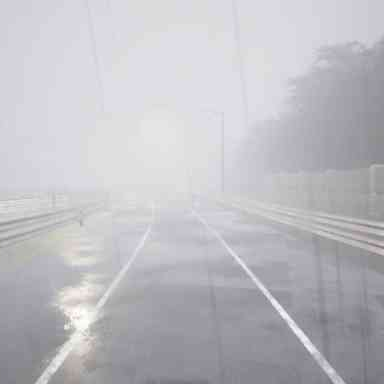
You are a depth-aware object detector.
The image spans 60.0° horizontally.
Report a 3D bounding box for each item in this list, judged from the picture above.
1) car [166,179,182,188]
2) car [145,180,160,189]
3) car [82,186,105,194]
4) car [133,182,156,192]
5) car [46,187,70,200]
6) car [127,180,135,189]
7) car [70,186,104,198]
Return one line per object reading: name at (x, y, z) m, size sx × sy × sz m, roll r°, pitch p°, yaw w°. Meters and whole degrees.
car at (-4.923, -1.689, 82.089) m, size 2.128 × 1.511 × 4.902 m, roll 0°, pitch 3°, yaw 15°
car at (-9.597, -1.438, 78.153) m, size 2.033 × 1.411 × 5.357 m, roll 0°, pitch 3°, yaw 15°
car at (-17.871, -0.416, 60.741) m, size 1.895 × 1.301 × 4.718 m, roll 0°, pitch 3°, yaw 15°
car at (-9.304, -0.730, 65.687) m, size 1.895 × 1.301 × 4.718 m, roll 0°, pitch 3°, yaw 15°
car at (-18.112, 0.090, 46.271) m, size 2.097 × 1.767 × 4.553 m, roll 0°, pitch 3°, yaw 15°
car at (-12.989, -1.646, 79.014) m, size 2.097 × 1.767 × 4.553 m, roll 0°, pitch 3°, yaw 15°
car at (-14.462, 0.273, 46.381) m, size 1.994 × 1.385 × 4.181 m, roll 0°, pitch 3°, yaw 15°
